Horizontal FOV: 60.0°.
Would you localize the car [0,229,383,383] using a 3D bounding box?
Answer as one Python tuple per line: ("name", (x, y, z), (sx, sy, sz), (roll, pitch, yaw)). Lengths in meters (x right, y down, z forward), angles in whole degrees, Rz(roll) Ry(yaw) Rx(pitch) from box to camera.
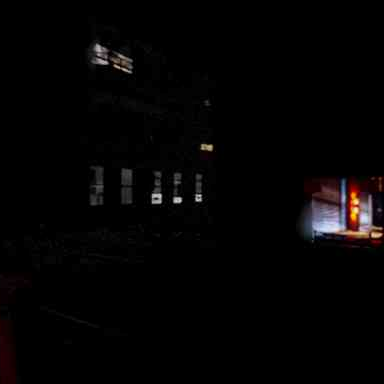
("car", (-0.197, 1.289, 3.053), (5.009, 1.841, 2.192), (1, 0, 36))
